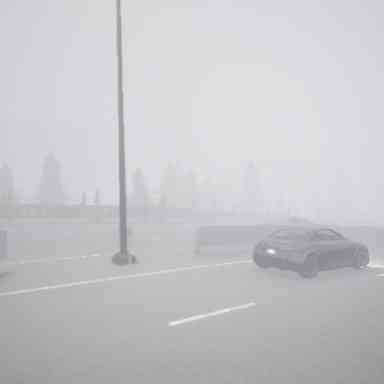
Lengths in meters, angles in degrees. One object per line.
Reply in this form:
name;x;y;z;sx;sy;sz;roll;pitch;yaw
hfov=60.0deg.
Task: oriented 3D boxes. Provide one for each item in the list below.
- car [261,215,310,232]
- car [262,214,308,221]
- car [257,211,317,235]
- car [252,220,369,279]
car;9.028;3.008;31.912;4.718;1.301;1.895;6;-4;-35
car;6.460;2.271;21.487;4.181;1.385;1.994;5;-3;-35
car;7.688;2.509;26.659;5.008;1.535;1.882;6;-4;-35
car;3.938;1.790;10.852;4.181;1.385;1.994;3;-2;-35
